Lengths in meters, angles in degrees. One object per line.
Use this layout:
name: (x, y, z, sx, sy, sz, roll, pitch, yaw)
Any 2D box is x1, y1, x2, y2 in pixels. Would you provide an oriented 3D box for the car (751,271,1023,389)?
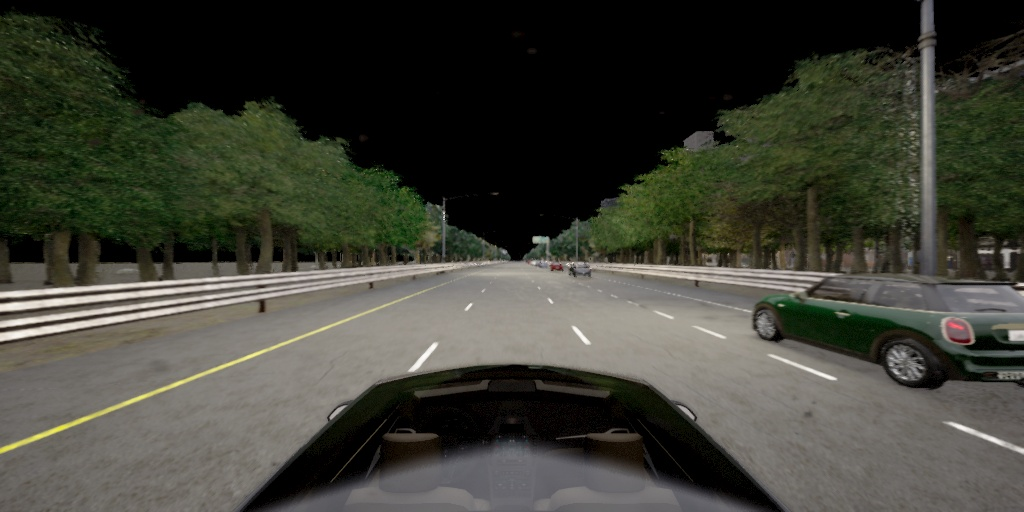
car: (7.003, 1.120, 7.064, 2.097, 1.767, 4.553, 0, 0, 0)

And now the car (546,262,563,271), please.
car: (7.187, 1.723, 58.851, 1.882, 1.535, 5.008, 0, -1, 0)

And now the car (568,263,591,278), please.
car: (7.076, 1.495, 37.834, 2.128, 1.511, 4.902, 0, -1, 0)
